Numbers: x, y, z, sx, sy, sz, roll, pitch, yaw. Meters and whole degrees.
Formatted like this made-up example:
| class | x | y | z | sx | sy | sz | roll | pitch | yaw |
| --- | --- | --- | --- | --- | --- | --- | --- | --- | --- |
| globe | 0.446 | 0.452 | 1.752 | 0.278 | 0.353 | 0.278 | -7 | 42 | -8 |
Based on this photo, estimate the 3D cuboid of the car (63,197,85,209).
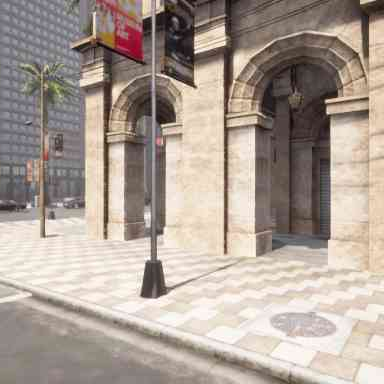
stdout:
| class | x | y | z | sx | sy | sz | roll | pitch | yaw |
| --- | --- | --- | --- | --- | --- | --- | --- | --- | --- |
| car | -15.065 | 1.505 | 45.447 | 1.837 | 1.490 | 4.892 | 0 | 0 | 36 |

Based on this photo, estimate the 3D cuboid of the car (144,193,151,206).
| class | x | y | z | sx | sy | sz | roll | pitch | yaw |
| --- | --- | --- | --- | --- | --- | --- | --- | --- | --- |
| car | -9.000 | 1.221 | 53.879 | 2.150 | 2.045 | 5.566 | 0 | 0 | 35 |

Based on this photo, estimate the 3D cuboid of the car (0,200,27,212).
| class | x | y | z | sx | sy | sz | roll | pitch | yaw |
| --- | --- | --- | --- | --- | --- | --- | --- | --- | --- |
| car | -21.120 | 1.601 | 37.012 | 1.895 | 1.301 | 4.718 | 0 | 0 | 36 |

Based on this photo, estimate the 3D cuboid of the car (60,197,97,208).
| class | x | y | z | sx | sy | sz | roll | pitch | yaw |
| --- | --- | --- | --- | --- | --- | --- | --- | --- | --- |
| car | -16.515 | 1.513 | 48.729 | 2.161 | 1.482 | 4.786 | 0 | 0 | 35 |
